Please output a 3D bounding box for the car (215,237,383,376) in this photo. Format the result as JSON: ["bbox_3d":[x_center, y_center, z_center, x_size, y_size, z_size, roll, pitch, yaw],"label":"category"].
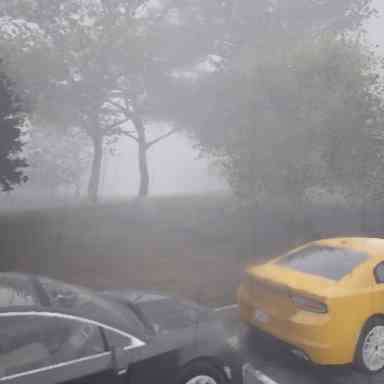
[{"bbox_3d":[3.121,1.525,5.623,5.008,1.535,2.097,0,0,-28],"label":"car"}]
